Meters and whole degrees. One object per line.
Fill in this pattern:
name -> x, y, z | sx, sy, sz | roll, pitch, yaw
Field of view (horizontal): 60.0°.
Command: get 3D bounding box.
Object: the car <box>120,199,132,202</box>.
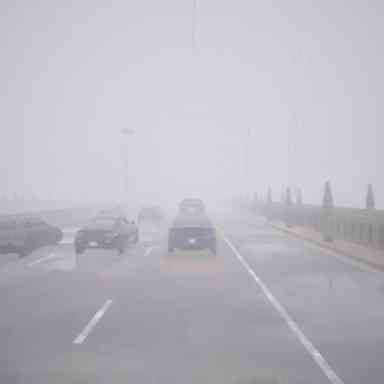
car -> -13.088, 2.219, 66.409 | 1.837, 1.490, 4.892 | 0, 0, 2

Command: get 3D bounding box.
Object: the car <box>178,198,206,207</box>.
car -> 0.005, 1.526, 27.757 | 2.150, 2.045, 5.566 | 0, 0, 1

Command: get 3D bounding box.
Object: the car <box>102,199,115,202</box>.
car -> -16.588, 2.218, 66.355 | 1.837, 1.490, 4.892 | 0, 0, 2

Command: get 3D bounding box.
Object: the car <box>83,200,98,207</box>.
car -> -20.087, 2.243, 66.414 | 1.812, 1.442, 4.674 | 0, -1, 2

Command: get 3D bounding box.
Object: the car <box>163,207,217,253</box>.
car -> 0.024, 1.635, 14.424 | 1.882, 1.535, 5.008 | 0, 0, 0

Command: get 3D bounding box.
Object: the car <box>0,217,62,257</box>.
car -> -6.981, 1.714, 13.691 | 1.994, 1.385, 4.181 | 0, -1, 1

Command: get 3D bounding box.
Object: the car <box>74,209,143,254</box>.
car -> -3.478, 1.679, 14.080 | 1.812, 1.442, 4.674 | 0, 0, 1

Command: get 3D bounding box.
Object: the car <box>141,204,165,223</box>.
car -> -3.475, 1.804, 28.696 | 2.128, 1.511, 4.902 | 0, 0, 1

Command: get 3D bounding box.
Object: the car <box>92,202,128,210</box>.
car -> -6.968, 1.841, 29.072 | 1.812, 1.442, 4.674 | 0, 0, 1
